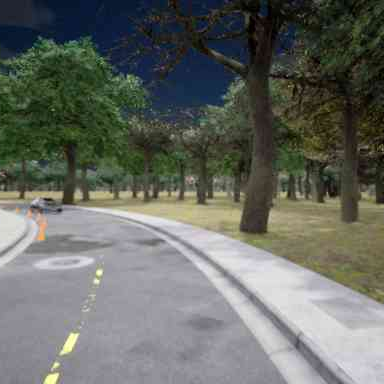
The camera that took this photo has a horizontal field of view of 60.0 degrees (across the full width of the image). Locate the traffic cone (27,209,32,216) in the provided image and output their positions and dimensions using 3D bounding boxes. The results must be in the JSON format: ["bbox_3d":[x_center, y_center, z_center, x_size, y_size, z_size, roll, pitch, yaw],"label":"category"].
[{"bbox_3d":[-13.475,1.669,27.564,0.340,0.580,0.340,0,1,-36],"label":"traffic cone"}]

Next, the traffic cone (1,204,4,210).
[{"bbox_3d":[-19.790,1.560,34.687,0.340,0.580,0.340,1,1,43],"label":"traffic cone"}]

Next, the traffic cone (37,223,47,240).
[{"bbox_3d":[-6.785,1.823,14.984,0.340,0.580,0.340,0,1,-20],"label":"traffic cone"}]

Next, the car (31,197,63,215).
[{"bbox_3d":[-13.314,1.213,30.272,1.812,1.442,4.674,0,1,-39],"label":"car"}]

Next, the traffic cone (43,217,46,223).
[{"bbox_3d":[-8.616,1.776,19.383,0.340,0.580,0.340,0,1,-25],"label":"traffic cone"}]
